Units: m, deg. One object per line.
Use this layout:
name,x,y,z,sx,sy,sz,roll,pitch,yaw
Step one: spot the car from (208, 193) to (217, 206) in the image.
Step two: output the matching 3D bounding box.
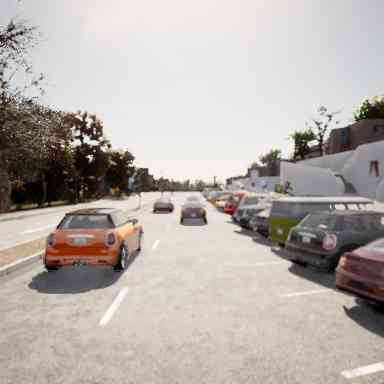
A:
car,4.903,1.222,36.399,5.366,1.575,1.946,1,1,-20

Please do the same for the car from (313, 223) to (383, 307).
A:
car,5.066,1.489,6.633,4.674,1.452,2.002,1,0,-20

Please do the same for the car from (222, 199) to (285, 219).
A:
car,5.070,1.358,27.516,4.674,1.452,2.002,1,0,-20

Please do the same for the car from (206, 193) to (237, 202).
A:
car,5.104,0.888,57.370,4.792,1.488,2.163,0,1,-20

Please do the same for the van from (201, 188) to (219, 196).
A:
van,4.976,0.082,90.110,4.442,1.987,1.878,1,1,-20

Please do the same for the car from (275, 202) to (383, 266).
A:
car,5.043,1.305,9.604,4.553,1.767,2.185,1,0,-20

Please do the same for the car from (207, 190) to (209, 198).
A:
car,5.049,0.913,48.397,4.553,1.767,2.185,0,1,-20

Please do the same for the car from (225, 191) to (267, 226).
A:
car,5.051,1.126,18.546,5.566,2.045,2.435,1,1,-20

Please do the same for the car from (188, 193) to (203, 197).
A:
car,0.105,1.196,41.207,1.812,1.442,4.674,0,1,0

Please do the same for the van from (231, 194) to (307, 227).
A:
van,4.968,1.133,21.500,4.442,1.987,1.878,1,1,-20

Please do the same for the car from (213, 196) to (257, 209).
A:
car,5.101,1.219,39.469,4.792,1.488,2.163,1,1,-20

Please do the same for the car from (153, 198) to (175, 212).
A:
car,-2.895,1.321,34.763,1.994,1.385,4.181,0,1,0

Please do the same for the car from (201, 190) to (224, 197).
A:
car,5.255,0.390,84.258,5.366,1.575,1.946,1,1,-20

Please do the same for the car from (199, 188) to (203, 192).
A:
car,5.109,0.275,75.257,5.566,2.045,2.435,0,1,-20

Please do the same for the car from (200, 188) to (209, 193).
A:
car,5.089,0.578,72.260,4.892,1.521,2.231,0,1,-20

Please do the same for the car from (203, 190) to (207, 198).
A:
car,4.903,0.916,54.308,5.366,1.575,1.946,0,2,-20

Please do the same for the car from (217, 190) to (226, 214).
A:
car,5.103,1.090,24.543,5.566,2.045,2.435,1,0,-20

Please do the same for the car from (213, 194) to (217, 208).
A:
car,5.047,1.291,33.473,4.792,1.488,2.163,1,1,-20

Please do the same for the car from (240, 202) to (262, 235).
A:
car,5.066,1.397,15.579,4.892,1.521,2.231,1,0,-20

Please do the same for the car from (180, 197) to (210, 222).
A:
car,0.103,1.376,24.535,1.812,1.442,4.674,0,0,0

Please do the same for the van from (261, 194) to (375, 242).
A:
van,5.183,1.189,12.639,4.442,1.987,1.878,1,0,-20

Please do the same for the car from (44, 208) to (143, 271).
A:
car,-2.899,1.287,10.781,2.097,1.767,4.553,0,0,0

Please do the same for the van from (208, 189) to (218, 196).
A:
van,4.971,0.868,45.369,4.442,1.987,1.878,0,1,-20
